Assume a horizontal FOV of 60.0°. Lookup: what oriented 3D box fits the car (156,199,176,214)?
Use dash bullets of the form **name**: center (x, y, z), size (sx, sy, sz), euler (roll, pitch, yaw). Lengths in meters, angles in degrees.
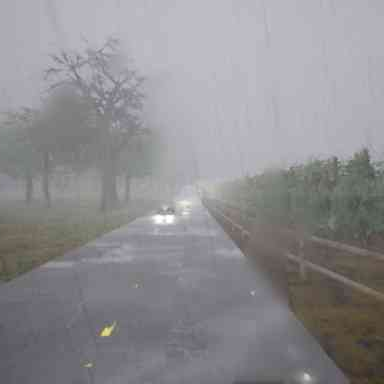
- **car**: center (-2.737, 1.502, 36.237), size (2.128, 1.511, 4.902), euler (0, 0, 0)
